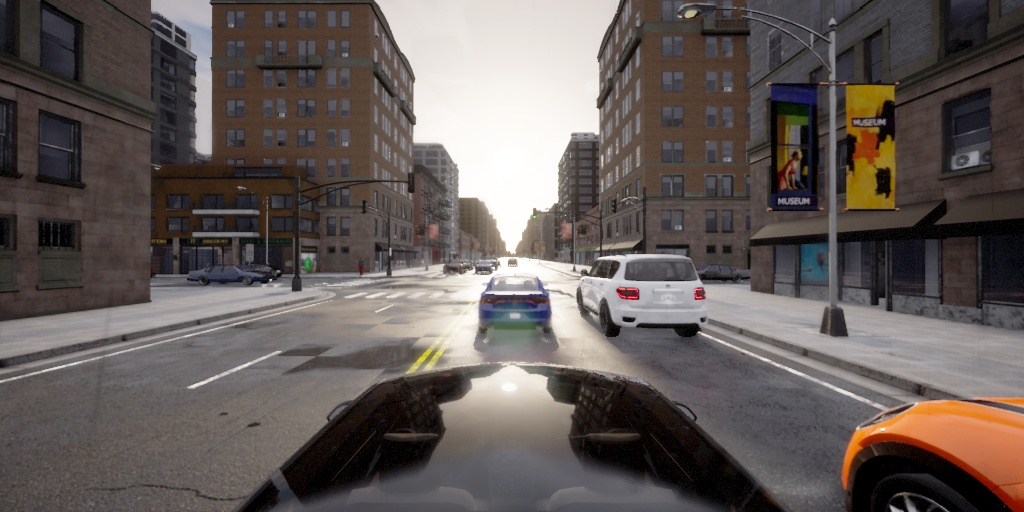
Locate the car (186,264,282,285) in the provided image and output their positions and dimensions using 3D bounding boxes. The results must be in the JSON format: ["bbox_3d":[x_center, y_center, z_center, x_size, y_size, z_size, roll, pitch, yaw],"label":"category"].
[{"bbox_3d":[-19.626,1.307,25.226,5.357,1.411,2.033,0,0,0],"label":"car"}]

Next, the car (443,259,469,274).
[{"bbox_3d":[-6.563,1.128,41.298,2.097,1.767,4.553,0,0,0],"label":"car"}]

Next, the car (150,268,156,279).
[{"bbox_3d":[-33.121,1.364,30.793,4.207,1.307,1.802,0,0,0],"label":"car"}]

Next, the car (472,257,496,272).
[{"bbox_3d":[-3.313,1.255,43.034,1.882,1.535,5.008,0,0,0],"label":"car"}]

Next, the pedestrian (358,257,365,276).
[{"bbox_3d":[-14.113,0.942,33.555,0.375,1.860,0.375,0,0,0],"label":"pedestrian"}]

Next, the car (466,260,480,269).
[{"bbox_3d":[-6.517,1.385,60.466,1.895,1.301,4.718,0,0,0],"label":"car"}]

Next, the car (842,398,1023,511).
[{"bbox_3d":[3.343,1.101,0.572,2.097,1.767,4.553,0,0,0],"label":"car"}]

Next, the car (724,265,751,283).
[{"bbox_3d":[15.865,1.356,28.310,5.357,1.411,2.033,0,0,0],"label":"car"}]

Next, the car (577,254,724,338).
[{"bbox_3d":[3.340,0.978,10.335,2.150,2.045,5.566,0,0,0],"label":"car"}]

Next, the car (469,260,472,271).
[{"bbox_3d":[-6.550,1.285,50.350,1.837,1.490,4.892,0,0,1],"label":"car"}]

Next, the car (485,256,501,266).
[{"bbox_3d":[-3.296,1.005,54.351,2.150,2.045,5.566,0,0,0],"label":"car"}]

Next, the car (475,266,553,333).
[{"bbox_3d":[0.092,1.234,10.810,1.882,1.535,5.008,0,0,0],"label":"car"}]
